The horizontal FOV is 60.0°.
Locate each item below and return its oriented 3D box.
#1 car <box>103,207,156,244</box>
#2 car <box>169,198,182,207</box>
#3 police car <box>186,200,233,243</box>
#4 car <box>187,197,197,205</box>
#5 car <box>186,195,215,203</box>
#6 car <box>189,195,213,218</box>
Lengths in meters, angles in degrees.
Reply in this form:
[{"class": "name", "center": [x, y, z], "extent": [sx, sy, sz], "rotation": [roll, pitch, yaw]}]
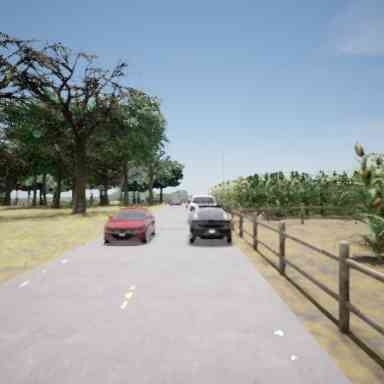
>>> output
[{"class": "car", "center": [-2.852, 1.486, 16.082], "extent": [1.882, 1.535, 5.008], "rotation": [0, 0, 0]}, {"class": "car", "center": [-2.805, 1.770, 58.308], "extent": [1.812, 1.442, 4.674], "rotation": [0, 0, 1]}, {"class": "police car", "center": [0.822, 1.435, 16.362], "extent": [1.930, 1.638, 5.238], "rotation": [0, 0, 0]}, {"class": "car", "center": [-0.015, 1.821, 67.270], "extent": [1.837, 1.490, 4.892], "rotation": [0, -1, 0]}, {"class": "car", "center": [0.820, 1.271, 26.289], "extent": [2.150, 2.045, 5.566], "rotation": [0, 0, 0]}, {"class": "car", "center": [0.818, 1.303, 32.291], "extent": [2.150, 2.045, 5.566], "rotation": [0, 0, 0]}]
